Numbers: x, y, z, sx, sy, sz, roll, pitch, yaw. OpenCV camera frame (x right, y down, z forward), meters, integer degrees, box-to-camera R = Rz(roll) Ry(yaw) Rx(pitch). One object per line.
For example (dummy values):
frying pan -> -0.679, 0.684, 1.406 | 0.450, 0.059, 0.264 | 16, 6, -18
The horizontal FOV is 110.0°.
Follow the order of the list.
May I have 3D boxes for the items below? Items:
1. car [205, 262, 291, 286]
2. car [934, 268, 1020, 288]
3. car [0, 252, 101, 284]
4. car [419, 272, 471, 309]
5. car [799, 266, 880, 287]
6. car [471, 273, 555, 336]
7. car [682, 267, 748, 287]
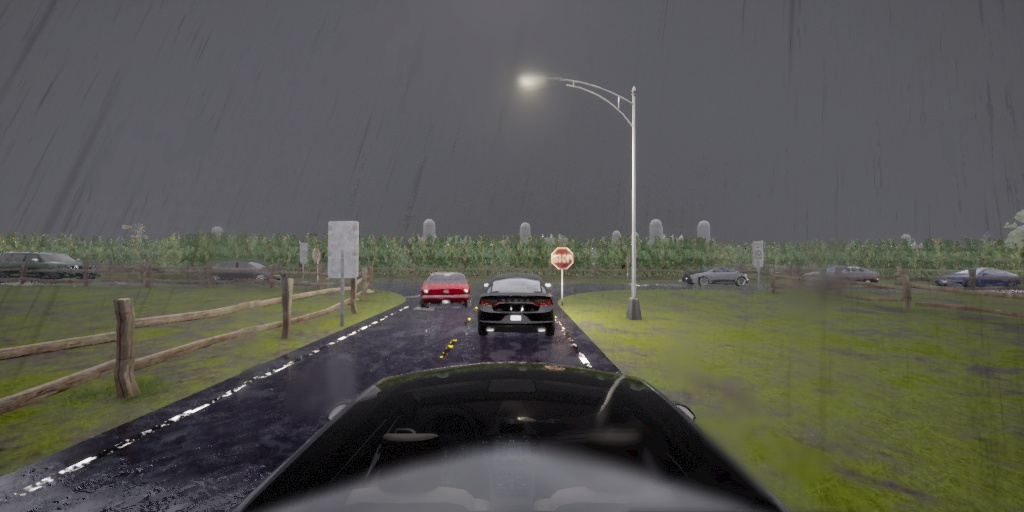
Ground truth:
car -> -17.103, 1.123, 23.386 | 4.892, 1.490, 1.837 | 0, -1, 0
car -> 33.671, 1.590, 25.966 | 4.674, 1.442, 1.812 | 0, -1, 1
car -> -30.577, 0.755, 23.489 | 5.566, 2.045, 2.150 | 0, -1, 0
car -> -2.751, 1.355, 15.179 | 1.895, 1.301, 4.718 | 0, 0, -10
car -> 23.655, 1.471, 26.045 | 4.902, 1.511, 2.128 | 0, -1, 0
car -> 0.150, 1.230, 10.469 | 1.882, 1.535, 5.008 | 0, 0, 2
car -> 14.712, 1.470, 26.111 | 4.181, 1.385, 1.994 | 0, -1, 1
